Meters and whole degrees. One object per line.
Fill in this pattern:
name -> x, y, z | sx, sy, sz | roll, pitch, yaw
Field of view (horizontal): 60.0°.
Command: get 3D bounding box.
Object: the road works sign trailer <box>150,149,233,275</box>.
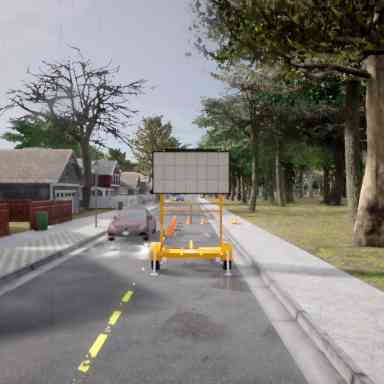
road works sign trailer -> -0.022, 0.464, 10.375 | 2.380, 3.560, 2.880 | 0, 0, 0

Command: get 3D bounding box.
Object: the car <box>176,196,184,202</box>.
car -> -2.927, 1.597, 80.845 | 2.033, 1.411, 5.357 | 0, 0, 0

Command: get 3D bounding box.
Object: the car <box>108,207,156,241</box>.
car -> -2.872, 1.526, 16.708 | 1.812, 1.442, 4.674 | 0, 0, 0
